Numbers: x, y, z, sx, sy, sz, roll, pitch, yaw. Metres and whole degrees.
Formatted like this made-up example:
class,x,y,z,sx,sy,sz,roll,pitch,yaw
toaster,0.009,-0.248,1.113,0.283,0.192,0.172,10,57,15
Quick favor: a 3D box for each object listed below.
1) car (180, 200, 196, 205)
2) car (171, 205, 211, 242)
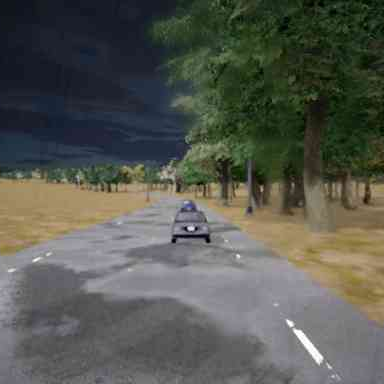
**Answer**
class,x,y,z,sx,sy,sz,roll,pitch,yaw
car,-0.425,1.657,39.565,1.812,1.442,4.674,0,0,-1
car,-0.069,1.615,16.735,2.033,1.411,5.357,0,0,-1
